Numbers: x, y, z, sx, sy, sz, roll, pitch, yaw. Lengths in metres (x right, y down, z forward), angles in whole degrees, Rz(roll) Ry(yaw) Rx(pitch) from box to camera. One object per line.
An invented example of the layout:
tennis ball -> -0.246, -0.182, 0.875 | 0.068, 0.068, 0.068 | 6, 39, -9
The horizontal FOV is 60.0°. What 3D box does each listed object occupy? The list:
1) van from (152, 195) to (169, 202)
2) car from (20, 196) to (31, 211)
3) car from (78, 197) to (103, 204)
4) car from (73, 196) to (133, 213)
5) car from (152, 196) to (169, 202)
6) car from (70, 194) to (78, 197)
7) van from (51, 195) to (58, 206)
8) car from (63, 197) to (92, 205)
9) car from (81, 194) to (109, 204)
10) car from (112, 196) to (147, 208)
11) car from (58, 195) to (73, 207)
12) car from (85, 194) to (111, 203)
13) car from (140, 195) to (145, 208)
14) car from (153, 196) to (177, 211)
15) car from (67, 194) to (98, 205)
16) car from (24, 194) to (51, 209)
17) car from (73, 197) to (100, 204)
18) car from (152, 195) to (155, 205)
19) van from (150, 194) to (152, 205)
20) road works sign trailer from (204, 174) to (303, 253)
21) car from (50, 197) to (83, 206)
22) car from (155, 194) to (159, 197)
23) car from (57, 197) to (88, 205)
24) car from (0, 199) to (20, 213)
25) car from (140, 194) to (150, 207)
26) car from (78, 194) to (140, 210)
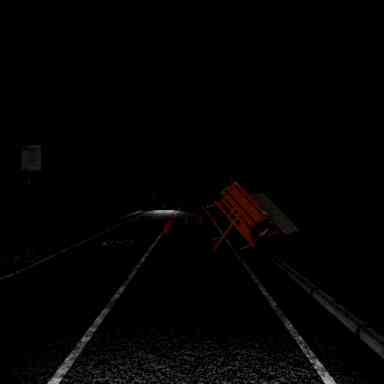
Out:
van -> -8.783, 1.786, 92.113 | 4.442, 1.987, 1.878 | 0, -1, 0
car -> -21.926, 1.513, 38.851 | 4.674, 1.452, 2.002 | 0, 0, 0
car -> -21.950, 1.810, 72.143 | 4.674, 1.452, 2.002 | 0, -1, 0
car -> -8.841, 1.450, 33.251 | 4.892, 1.521, 2.231 | 0, 0, 0
car -> -8.935, 1.921, 94.915 | 4.553, 1.767, 2.185 | 0, -1, 0
car -> -21.745, 1.605, 55.557 | 5.366, 1.575, 1.946 | 0, -1, 0
van -> -22.040, 1.307, 47.202 | 4.442, 1.987, 1.878 | 0, 0, 0
car -> -21.970, 1.714, 63.913 | 4.792, 1.488, 2.163 | 0, -1, 0
car -> -21.927, 1.552, 75.054 | 5.566, 2.045, 2.435 | 0, -1, 0
car -> -8.813, 1.407, 47.263 | 4.553, 1.767, 2.185 | 0, -1, 0
car -> -21.925, 1.623, 52.772 | 4.674, 1.452, 2.002 | 0, -1, 0
car -> -21.932, 1.585, 77.715 | 5.566, 2.045, 2.435 | 0, -1, 0
car -> -8.849, 1.490, 41.656 | 4.892, 1.521, 2.231 | 0, 0, 0
car -> -3.249, 1.577, 41.067 | 1.994, 1.385, 4.181 | 0, 0, 0
car -> -21.917, 1.460, 66.699 | 5.566, 2.045, 2.435 | 0, -1, 0
car -> -21.892, 1.385, 44.421 | 4.553, 1.767, 2.185 | 0, 0, 0
car -> -21.944, 1.741, 69.483 | 5.008, 1.535, 2.097 | 0, -1, 0
car -> -8.842, 1.584, 52.870 | 4.892, 1.521, 2.231 | 0, -1, 0
van -> -8.730, 1.332, 50.068 | 4.442, 1.987, 1.878 | 0, -1, 0
road works sign trailer -> 2.367, 1.056, 12.647 | 3.560, 2.880, 2.380 | -5, 45, -44
car -> -21.928, 1.634, 58.343 | 5.008, 1.535, 2.097 | 0, -1, 0
car -> -8.849, 1.634, 58.476 | 5.008, 1.535, 2.097 | 0, -1, 0
car -> -21.908, 1.689, 61.128 | 4.792, 1.488, 2.163 | 0, -1, 0
car -> -21.930, 1.458, 36.065 | 5.008, 1.535, 2.097 | 0, 0, 0
car -> -8.872, 1.259, 44.464 | 5.566, 2.045, 2.435 | 0, 0, 0
car -> -8.874, 1.208, 36.054 | 5.566, 2.045, 2.435 | 0, 0, 0
